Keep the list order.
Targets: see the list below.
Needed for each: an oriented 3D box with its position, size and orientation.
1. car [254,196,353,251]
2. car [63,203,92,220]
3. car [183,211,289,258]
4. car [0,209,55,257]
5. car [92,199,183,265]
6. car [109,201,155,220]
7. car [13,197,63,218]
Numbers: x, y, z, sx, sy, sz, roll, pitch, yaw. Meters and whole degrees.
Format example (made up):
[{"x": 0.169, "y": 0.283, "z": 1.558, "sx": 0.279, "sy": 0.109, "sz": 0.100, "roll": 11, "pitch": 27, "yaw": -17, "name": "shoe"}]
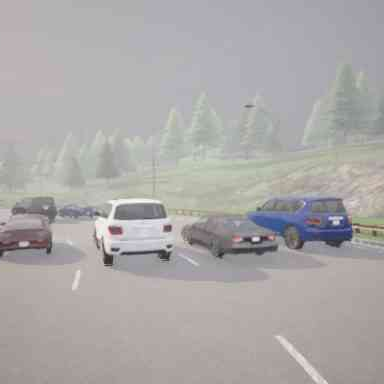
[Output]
[{"x": 4.258, "y": 1.198, "z": 14.403, "sx": 2.150, "sy": 2.045, "sz": 5.566, "roll": 0, "pitch": 0, "yaw": -20, "name": "car"}, {"x": -10.580, "y": 1.701, "z": 30.538, "sx": 1.812, "sy": 1.442, "sz": 4.674, "roll": 0, "pitch": 0, "yaw": -43, "name": "car"}, {"x": 1.171, "y": 1.557, "z": 12.891, "sx": 2.033, "sy": 1.411, "sz": 5.357, "roll": -1, "pitch": 0, "yaw": -20, "name": "car"}, {"x": -6.679, "y": 1.626, "z": 13.499, "sx": 1.812, "sy": 1.442, "sz": 4.674, "roll": 0, "pitch": 0, "yaw": -24, "name": "car"}, {"x": -2.311, "y": 1.270, "z": 12.223, "sx": 2.150, "sy": 2.045, "sz": 5.566, "roll": 0, "pitch": 0, "yaw": -20, "name": "car"}, {"x": -5.526, "y": 1.621, "z": 30.157, "sx": 1.837, "sy": 1.490, "sz": 4.892, "roll": 0, "pitch": 0, "yaw": -41, "name": "car"}, {"x": -13.659, "y": 1.429, "z": 28.798, "sx": 2.150, "sy": 2.045, "sz": 5.566, "roll": 0, "pitch": 0, "yaw": -44, "name": "car"}]
